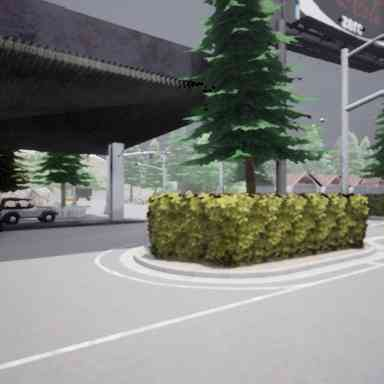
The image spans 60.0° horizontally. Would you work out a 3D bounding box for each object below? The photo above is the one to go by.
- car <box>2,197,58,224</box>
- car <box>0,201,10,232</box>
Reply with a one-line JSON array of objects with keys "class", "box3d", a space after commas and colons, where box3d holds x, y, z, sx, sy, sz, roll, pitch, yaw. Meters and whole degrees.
[{"class": "car", "box3d": [-11.749, 1.316, 23.636, 3.866, 1.878, 1.905, 0, 0, -36]}, {"class": "car", "box3d": [-11.950, 1.480, 16.506, 4.611, 1.667, 2.242, 0, 0, -36]}]
